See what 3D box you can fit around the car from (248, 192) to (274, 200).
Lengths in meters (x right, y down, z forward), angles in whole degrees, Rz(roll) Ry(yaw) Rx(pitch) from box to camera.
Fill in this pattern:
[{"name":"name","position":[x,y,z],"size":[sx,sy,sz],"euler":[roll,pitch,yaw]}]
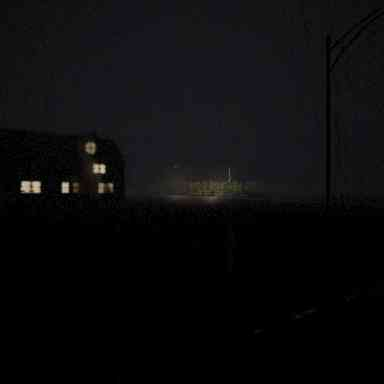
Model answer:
[{"name":"car","position":[13.344,0.726,64.830],"size":[2.033,1.411,5.357],"euler":[0,1,-35]}]
